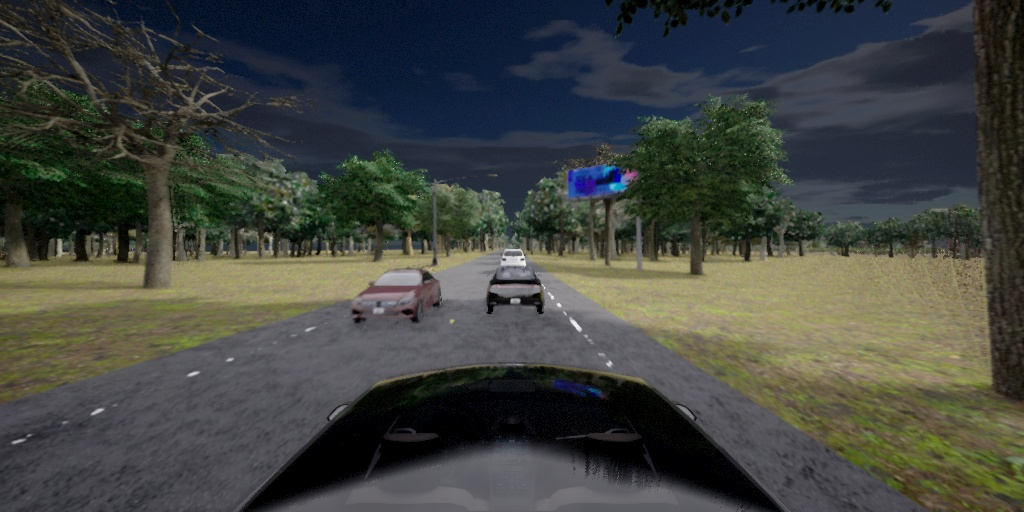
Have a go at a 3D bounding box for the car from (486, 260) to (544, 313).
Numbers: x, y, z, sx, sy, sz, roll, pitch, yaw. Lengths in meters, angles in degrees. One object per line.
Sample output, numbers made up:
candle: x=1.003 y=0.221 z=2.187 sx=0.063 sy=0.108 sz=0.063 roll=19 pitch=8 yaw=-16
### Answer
car: x=0.104 y=1.088 z=13.076 sx=2.128 sy=1.511 sz=4.902 roll=0 pitch=1 yaw=0

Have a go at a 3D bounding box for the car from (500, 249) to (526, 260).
car: x=0.111 y=0.398 z=33.150 sx=2.150 sy=2.045 sz=5.566 roll=0 pitch=1 yaw=0

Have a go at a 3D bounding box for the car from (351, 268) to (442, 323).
car: x=-3.496 y=1.144 z=11.718 sx=1.812 sy=1.442 sz=4.674 roll=0 pitch=1 yaw=0
